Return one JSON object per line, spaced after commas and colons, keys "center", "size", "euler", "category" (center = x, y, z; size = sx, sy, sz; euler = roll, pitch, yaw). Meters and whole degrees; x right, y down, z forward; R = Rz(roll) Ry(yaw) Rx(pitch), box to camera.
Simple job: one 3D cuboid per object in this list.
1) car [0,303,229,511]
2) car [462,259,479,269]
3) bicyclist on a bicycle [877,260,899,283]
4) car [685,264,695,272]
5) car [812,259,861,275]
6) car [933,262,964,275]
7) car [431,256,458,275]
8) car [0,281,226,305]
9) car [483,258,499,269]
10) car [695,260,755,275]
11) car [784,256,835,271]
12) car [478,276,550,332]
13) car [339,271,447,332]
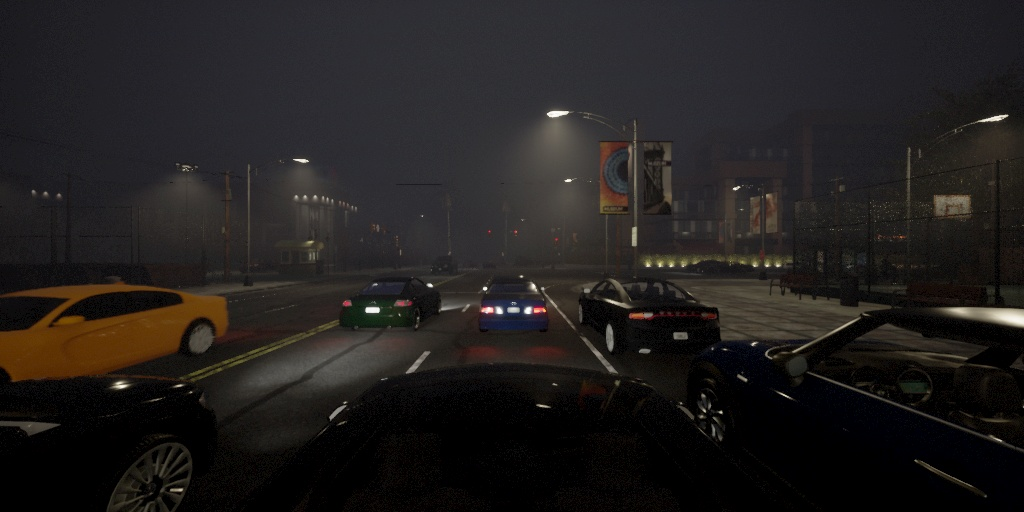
{"center": [-3.400, 1.242, 1.031], "size": [2.128, 1.511, 4.902], "euler": [0, 0, 0], "category": "car"}
{"center": [-6.649, 1.272, 57.831], "size": [1.812, 1.442, 4.674], "euler": [0, 0, 7], "category": "car"}
{"center": [26.054, 1.049, 24.960], "size": [0.582, 1.620, 1.656], "euler": [0, 0, -1], "category": "bicyclist on a bicycle"}
{"center": [23.368, 1.253, 42.915], "size": [4.892, 1.490, 1.837], "euler": [0, 0, -1], "category": "car"}
{"center": [36.242, 1.310, 39.516], "size": [4.181, 1.385, 1.994], "euler": [0, 0, 0], "category": "car"}
{"center": [45.146, 1.312, 36.033], "size": [4.181, 1.385, 1.994], "euler": [0, 0, -1], "category": "car"}
{"center": [-7.124, 0.968, 38.406], "size": [2.150, 2.045, 5.566], "euler": [0, 0, 0], "category": "car"}
{"center": [-7.104, 1.227, 5.685], "size": [1.882, 1.535, 5.008], "euler": [0, 0, 0], "category": "car"}
{"center": [-3.407, 1.348, 55.064], "size": [1.895, 1.301, 4.718], "euler": [0, 0, -3], "category": "car"}
{"center": [23.591, 1.295, 39.418], "size": [5.357, 1.411, 2.033], "euler": [0, 0, -1], "category": "car"}
{"center": [35.931, 0.970, 43.017], "size": [5.566, 2.045, 2.150], "euler": [0, 0, 0], "category": "car"}
{"center": [0.053, 1.297, 10.802], "size": [2.033, 1.411, 5.357], "euler": [0, 0, 0], "category": "car"}
{"center": [-3.446, 1.313, 10.904], "size": [1.994, 1.385, 4.181], "euler": [0, 0, 0], "category": "car"}
